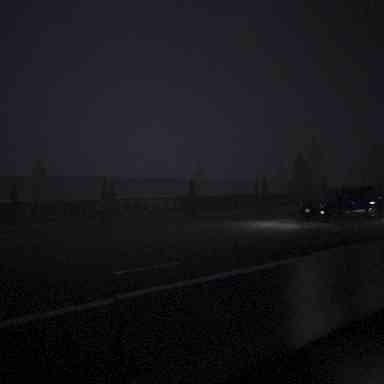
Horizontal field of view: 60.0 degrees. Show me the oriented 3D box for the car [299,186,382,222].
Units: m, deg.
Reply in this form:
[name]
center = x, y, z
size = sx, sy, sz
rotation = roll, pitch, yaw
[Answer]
[car]
center = 9.438, 0.689, 21.062
size = 5.566, 2.045, 2.150
rotation = -2, 1, -24
